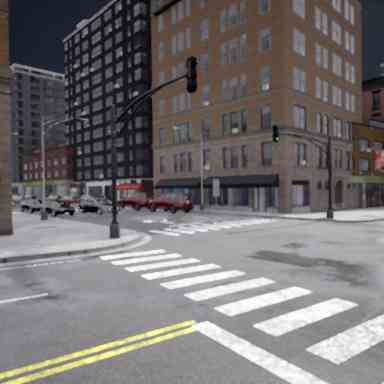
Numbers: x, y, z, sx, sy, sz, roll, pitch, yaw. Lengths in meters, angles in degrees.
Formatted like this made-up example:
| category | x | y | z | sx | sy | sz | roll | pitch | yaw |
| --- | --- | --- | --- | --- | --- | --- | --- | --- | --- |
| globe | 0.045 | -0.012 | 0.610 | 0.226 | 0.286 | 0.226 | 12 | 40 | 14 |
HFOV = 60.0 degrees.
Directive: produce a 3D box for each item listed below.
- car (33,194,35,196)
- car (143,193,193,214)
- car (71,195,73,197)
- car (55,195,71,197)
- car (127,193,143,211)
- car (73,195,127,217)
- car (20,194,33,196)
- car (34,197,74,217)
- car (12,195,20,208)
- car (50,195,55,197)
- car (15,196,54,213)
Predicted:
| category | x | y | z | sx | sy | sz | roll | pitch | yaw |
| --- | --- | --- | --- | --- | --- | --- | --- | --- | --- |
| car | -28.893 | 1.012 | 59.127 | 1.802 | 1.307 | 4.206 | -1 | 1 | -44 |
| car | -2.058 | 1.037 | 31.443 | 2.192 | 1.841 | 5.009 | -1 | 1 | -44 |
| car | -13.559 | 1.042 | 43.308 | 1.967 | 1.590 | 4.097 | -1 | 1 | -44 |
| car | -17.392 | 1.142 | 47.264 | 1.802 | 1.307 | 4.206 | -1 | 1 | -44 |
| car | -5.892 | 0.998 | 35.398 | 2.192 | 1.841 | 5.009 | -1 | 1 | -44 |
| car | -8.222 | 1.292 | 29.507 | 2.128 | 1.511 | 4.902 | -1 | 1 | -44 |
| car | -23.960 | 1.157 | 45.806 | 1.812 | 1.442 | 4.674 | -1 | 1 | -44 |
| car | -12.008 | 1.396 | 29.463 | 1.947 | 1.339 | 4.313 | -1 | 1 | -44 |
| car | -23.387 | 1.234 | 41.201 | 1.752 | 1.417 | 4.829 | -1 | 1 | -44 |
| car | -21.226 | 1.100 | 51.219 | 1.802 | 1.307 | 4.206 | -1 | 1 | -44 |
| car | -15.841 | 1.356 | 33.416 | 1.947 | 1.339 | 4.313 | -1 | 1 | -44 |
